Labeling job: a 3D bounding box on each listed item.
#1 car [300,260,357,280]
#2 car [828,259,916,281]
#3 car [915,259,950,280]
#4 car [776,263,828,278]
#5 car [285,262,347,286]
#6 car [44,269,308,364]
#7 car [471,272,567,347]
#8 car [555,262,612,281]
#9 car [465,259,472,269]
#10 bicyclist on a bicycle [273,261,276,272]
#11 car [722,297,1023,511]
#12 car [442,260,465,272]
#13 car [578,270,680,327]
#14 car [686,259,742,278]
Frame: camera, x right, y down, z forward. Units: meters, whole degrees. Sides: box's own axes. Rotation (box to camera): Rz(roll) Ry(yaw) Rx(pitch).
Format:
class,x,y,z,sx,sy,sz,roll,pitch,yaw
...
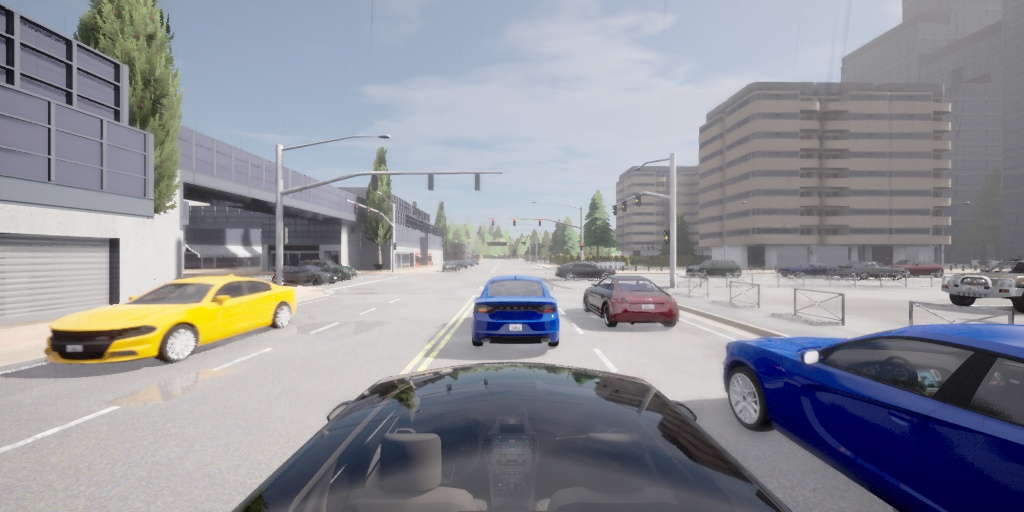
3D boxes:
class,x,y,z,sx,sy,sz,roll,pitch,yaw
car,-14.752,1.102,28.356,4.553,1.767,2.097,0,0,-2
car,29.913,1.241,29.905,4.902,1.511,2.128,0,0,-1
car,37.457,1.102,33.749,4.553,1.767,2.097,0,0,-1
car,27.661,1.351,33.558,4.718,1.301,1.895,0,0,-1
car,-14.089,1.314,24.655,4.181,1.385,1.994,0,0,2
car,-7.138,1.227,8.319,1.882,1.535,5.008,0,0,-1
car,0.091,1.228,9.396,1.882,1.535,5.008,0,0,0
car,6.000,1.255,29.321,4.892,1.490,1.837,0,0,-2
car,-8.008,1.314,56.746,1.994,1.385,4.181,0,0,-1
bicyclist on a bicycle,-25.855,1.053,39.601,0.582,1.620,1.656,0,0,-1
car,3.602,1.228,2.546,1.882,1.535,5.008,0,0,0
car,-7.866,1.242,46.786,2.128,1.511,4.902,0,0,0
car,3.598,1.314,11.529,1.994,1.385,4.181,0,0,0
car,18.674,1.102,33.369,4.553,1.767,2.097,0,0,-1
